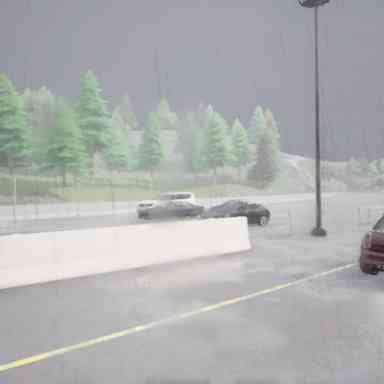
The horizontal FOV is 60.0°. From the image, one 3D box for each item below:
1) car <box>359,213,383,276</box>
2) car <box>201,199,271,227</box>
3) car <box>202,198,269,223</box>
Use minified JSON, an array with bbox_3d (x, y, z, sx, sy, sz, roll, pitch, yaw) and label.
[{"bbox_3d":[6.374,1.203,8.787,4.553,1.767,2.097,-1,0,-39],"label":"car"},{"bbox_3d":[2.584,1.338,19.423,4.892,1.490,1.837,0,0,-39],"label":"car"},{"bbox_3d":[3.260,1.278,24.515,4.902,1.511,2.128,-1,0,-40],"label":"car"}]
